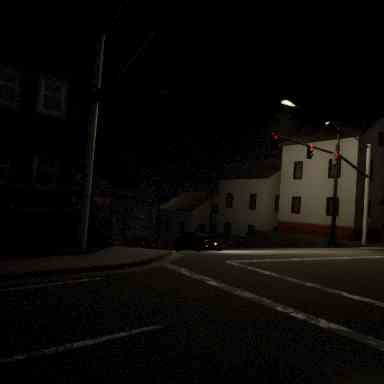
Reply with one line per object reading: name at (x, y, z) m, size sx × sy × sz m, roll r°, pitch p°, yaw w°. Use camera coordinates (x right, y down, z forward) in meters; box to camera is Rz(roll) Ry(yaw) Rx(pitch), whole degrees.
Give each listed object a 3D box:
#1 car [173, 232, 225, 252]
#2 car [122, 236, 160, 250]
car at (0.412, 3.531, 23.618) m, size 1.994 × 1.385 × 4.181 m, roll 6°, pitch -12°, yaw -35°
car at (-4.799, 4.814, 30.833) m, size 1.882 × 1.535 × 5.008 m, roll 6°, pitch -15°, yaw -35°
